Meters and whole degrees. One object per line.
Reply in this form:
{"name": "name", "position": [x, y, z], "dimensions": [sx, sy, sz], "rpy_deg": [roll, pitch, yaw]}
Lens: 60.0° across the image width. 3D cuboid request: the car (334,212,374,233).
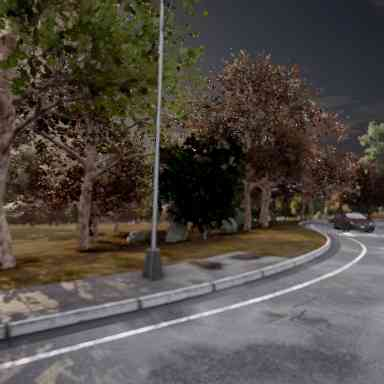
{"name": "car", "position": [12.538, 2.293, 26.077], "dimensions": [1.812, 1.442, 4.674], "rpy_deg": [1, -1, 9]}
